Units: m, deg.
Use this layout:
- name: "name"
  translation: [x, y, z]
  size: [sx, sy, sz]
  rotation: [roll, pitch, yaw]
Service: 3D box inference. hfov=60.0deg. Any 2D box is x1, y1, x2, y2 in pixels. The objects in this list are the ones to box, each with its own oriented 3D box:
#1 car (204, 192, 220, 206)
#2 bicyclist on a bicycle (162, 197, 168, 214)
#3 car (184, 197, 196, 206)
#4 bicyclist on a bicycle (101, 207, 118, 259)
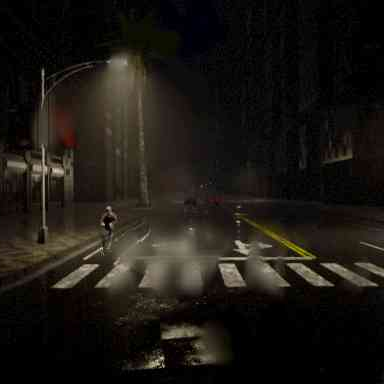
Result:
- name: "car"
  translation: [2.996, 1.073, 51.409]
  size: [2.150, 2.045, 5.566]
  rotation: [0, 0, 1]
- name: "bicyclist on a bicycle"
  translation: [-2.737, 1.334, 33.306]
  size: [0.659, 1.776, 1.843]
  rotation: [0, 0, 1]
- name: "car"
  translation: [-0.250, 1.476, 51.456]
  size: [1.895, 1.301, 4.718]
  rotation: [0, 0, 1]
- name: "bicyclist on a bicycle"
  translation: [-3.040, 1.413, 11.970]
  size: [0.659, 1.776, 1.843]
  rotation: [0, 0, 1]
